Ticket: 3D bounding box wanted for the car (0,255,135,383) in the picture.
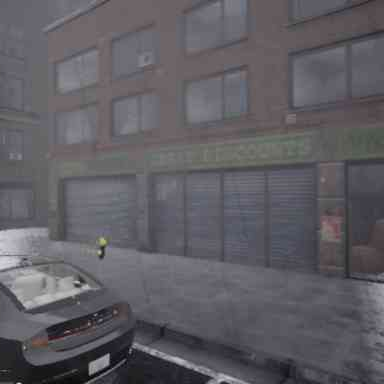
[{"bbox_3d":[-2.752,1.598,4.780,4.403,1.369,2.008,-1,0,36],"label":"car"}]
